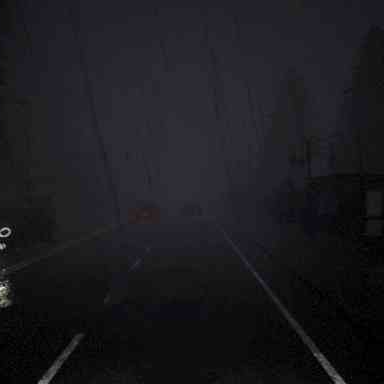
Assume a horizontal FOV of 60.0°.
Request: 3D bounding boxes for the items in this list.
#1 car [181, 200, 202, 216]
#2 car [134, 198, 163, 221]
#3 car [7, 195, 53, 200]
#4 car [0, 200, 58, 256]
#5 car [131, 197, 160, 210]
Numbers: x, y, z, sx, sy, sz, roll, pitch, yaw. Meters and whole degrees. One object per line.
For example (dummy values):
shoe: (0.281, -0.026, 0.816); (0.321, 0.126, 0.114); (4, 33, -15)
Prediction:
car: (-0.019, 1.497, 32.299); (2.128, 1.511, 4.902); (0, 0, 0)
car: (-3.416, 1.482, 26.966); (1.882, 1.535, 5.008); (0, 0, 0)
car: (-10.538, 1.225, 20.989); (2.150, 2.045, 5.566); (0, 0, 0)
car: (-7.073, 1.354, 13.078); (2.097, 1.767, 4.553); (0, 0, 0)
car: (-6.136, 1.479, 43.692); (2.128, 1.511, 4.902); (0, 0, -29)
